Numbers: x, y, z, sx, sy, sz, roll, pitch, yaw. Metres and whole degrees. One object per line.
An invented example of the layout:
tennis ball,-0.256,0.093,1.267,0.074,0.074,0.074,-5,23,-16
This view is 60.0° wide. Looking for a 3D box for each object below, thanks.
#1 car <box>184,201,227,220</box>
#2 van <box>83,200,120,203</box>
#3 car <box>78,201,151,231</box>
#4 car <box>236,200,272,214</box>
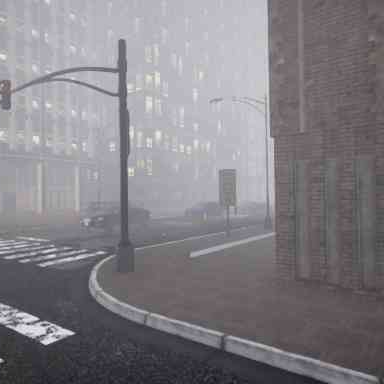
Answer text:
car,1.282,1.563,29.247,1.882,1.535,5.008,-1,-1,36
van,-6.026,1.460,23.520,1.690,1.788,3.998,-2,-1,36
car,-4.652,1.558,21.004,2.128,1.511,4.902,-1,-1,34
car,7.243,1.707,37.530,1.895,1.301,4.718,-1,-1,36
